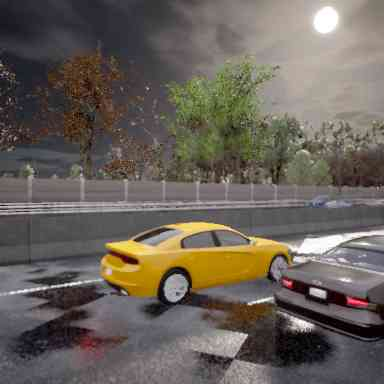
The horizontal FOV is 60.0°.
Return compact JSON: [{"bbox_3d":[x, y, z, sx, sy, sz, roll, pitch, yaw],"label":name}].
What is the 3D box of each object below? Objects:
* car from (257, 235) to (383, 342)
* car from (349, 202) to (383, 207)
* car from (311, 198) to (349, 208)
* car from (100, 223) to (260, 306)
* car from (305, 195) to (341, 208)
[{"bbox_3d":[3.958,1.581,6.426,5.357,1.411,2.033,0,0,-34],"label":"car"},{"bbox_3d":[18.614,1.743,33.774,5.357,1.411,2.033,0,0,-35],"label":"car"},{"bbox_3d":[15.295,1.714,35.726,4.674,1.442,1.812,0,0,-35],"label":"car"},{"bbox_3d":[0.335,1.504,8.177,5.008,1.535,1.882,1,-1,-35],"label":"car"},{"bbox_3d":[16.153,1.432,40.575,5.566,2.045,2.150,0,0,-35],"label":"car"}]
